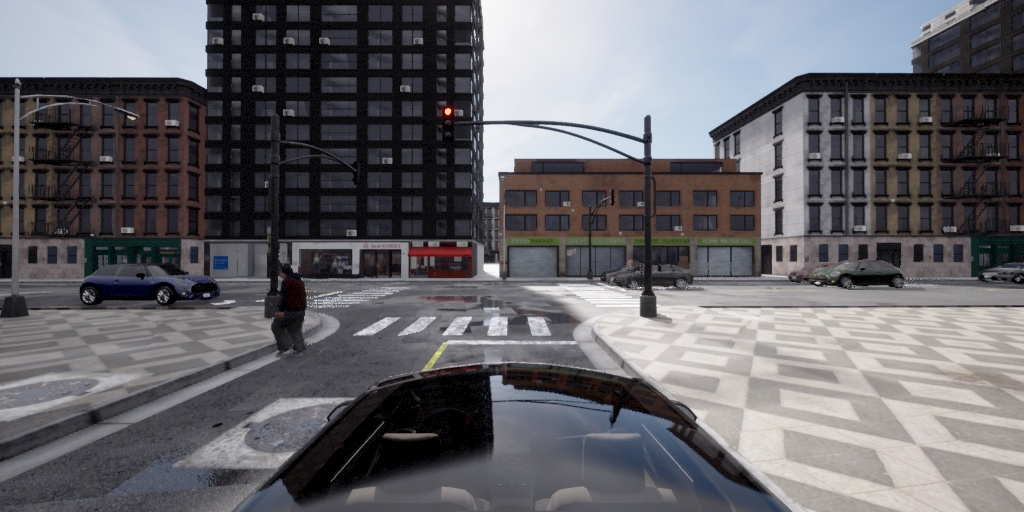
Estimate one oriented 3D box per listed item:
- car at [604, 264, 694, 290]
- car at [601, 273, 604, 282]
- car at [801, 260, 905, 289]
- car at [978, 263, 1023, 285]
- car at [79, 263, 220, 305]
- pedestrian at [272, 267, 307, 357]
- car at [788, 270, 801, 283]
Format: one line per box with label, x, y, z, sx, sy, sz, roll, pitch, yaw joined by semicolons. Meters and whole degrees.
car;8.481;1.248;21.906;4.892;1.490;1.837;0;-1;-3
car;8.409;1.335;25.313;4.181;1.385;1.994;0;0;0
car;21.083;1.070;22.105;4.553;1.767;2.097;0;0;0
car;36.167;1.206;25.387;4.902;1.511;2.128;0;0;0
car;-15.217;1.088;15.270;4.553;1.767;2.097;0;0;1
pedestrian;-4.376;1.045;7.035;0.375;1.860;0.375;0;0;0
car;22.263;1.268;25.345;4.674;1.442;1.812;0;0;0
